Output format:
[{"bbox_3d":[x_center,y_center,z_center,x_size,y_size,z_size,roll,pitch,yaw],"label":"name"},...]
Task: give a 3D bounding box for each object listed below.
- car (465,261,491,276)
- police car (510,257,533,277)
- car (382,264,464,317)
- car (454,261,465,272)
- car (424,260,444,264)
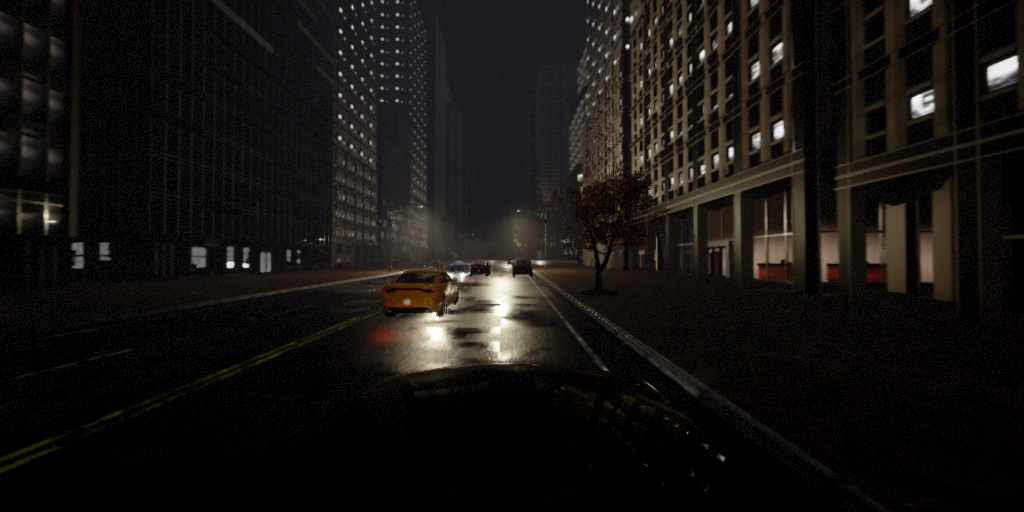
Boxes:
[{"bbox_3d":[-3.143,1.221,36.413,2.128,1.511,4.902,0,0,0],"label":"car"},{"bbox_3d":[0.983,1.155,34.841,1.930,1.638,5.238,0,0,0],"label":"police car"},{"bbox_3d":[-3.147,1.220,13.239,1.882,1.535,5.008,0,0,0],"label":"car"},{"bbox_3d":[-6.568,1.324,44.248,1.895,1.301,4.718,0,0,0],"label":"car"},{"bbox_3d":[-9.808,1.229,45.443,1.837,1.490,4.892,0,-1,0],"label":"car"}]
